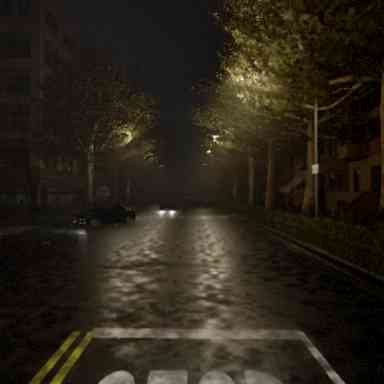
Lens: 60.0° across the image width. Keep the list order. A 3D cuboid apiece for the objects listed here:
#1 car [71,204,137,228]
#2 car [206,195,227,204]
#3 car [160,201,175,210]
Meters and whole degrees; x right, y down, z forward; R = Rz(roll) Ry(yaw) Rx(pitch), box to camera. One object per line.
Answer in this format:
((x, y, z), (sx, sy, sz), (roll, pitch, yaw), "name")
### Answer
((-6.100, 1.653, 23.423), (1.837, 1.490, 4.892), (2, 1, 38), "car")
((5.949, 1.710, 77.259), (5.566, 2.045, 2.150), (0, 0, 0), "car")
((-3.489, 1.902, 47.944), (1.895, 1.301, 4.718), (0, 0, 0), "car")
